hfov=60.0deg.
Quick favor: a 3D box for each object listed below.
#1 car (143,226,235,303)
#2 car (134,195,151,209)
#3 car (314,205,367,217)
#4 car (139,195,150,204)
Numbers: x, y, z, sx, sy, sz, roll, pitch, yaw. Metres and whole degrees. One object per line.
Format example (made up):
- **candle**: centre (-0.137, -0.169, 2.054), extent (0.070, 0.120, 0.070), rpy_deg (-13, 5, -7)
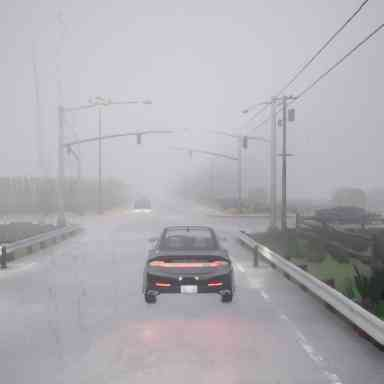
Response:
- **car**: centre (-0.098, 1.613, 8.444), extent (2.128, 1.511, 4.902), rpy_deg (0, -2, -1)
- **car**: centre (-6.360, 1.470, 42.916), extent (1.994, 1.385, 4.181), rpy_deg (0, 1, -7)
- **car**: centre (11.445, 1.711, 24.191), extent (4.892, 1.490, 1.837), rpy_deg (0, 1, -5)
- **car**: centre (-7.987, 1.200, 55.899), extent (1.812, 1.442, 4.674), rpy_deg (0, 1, -7)
